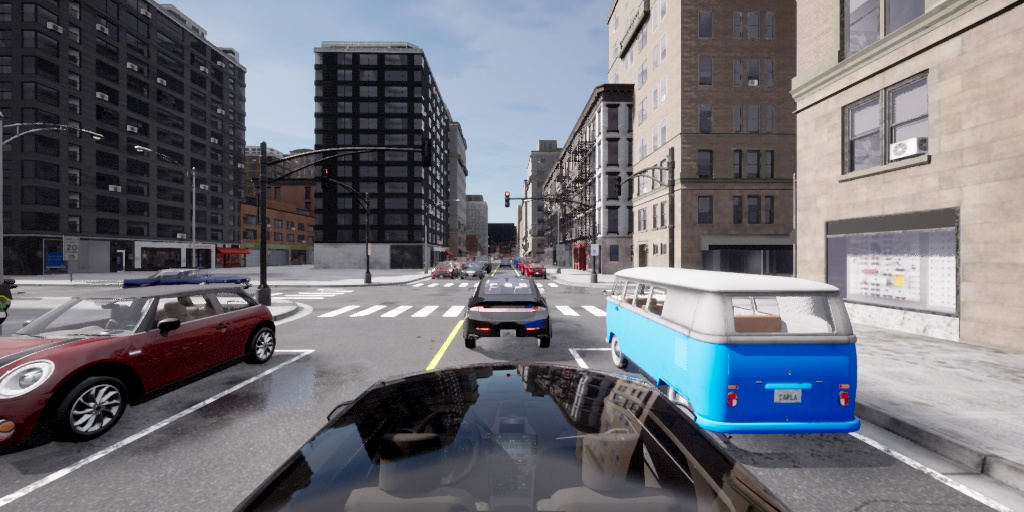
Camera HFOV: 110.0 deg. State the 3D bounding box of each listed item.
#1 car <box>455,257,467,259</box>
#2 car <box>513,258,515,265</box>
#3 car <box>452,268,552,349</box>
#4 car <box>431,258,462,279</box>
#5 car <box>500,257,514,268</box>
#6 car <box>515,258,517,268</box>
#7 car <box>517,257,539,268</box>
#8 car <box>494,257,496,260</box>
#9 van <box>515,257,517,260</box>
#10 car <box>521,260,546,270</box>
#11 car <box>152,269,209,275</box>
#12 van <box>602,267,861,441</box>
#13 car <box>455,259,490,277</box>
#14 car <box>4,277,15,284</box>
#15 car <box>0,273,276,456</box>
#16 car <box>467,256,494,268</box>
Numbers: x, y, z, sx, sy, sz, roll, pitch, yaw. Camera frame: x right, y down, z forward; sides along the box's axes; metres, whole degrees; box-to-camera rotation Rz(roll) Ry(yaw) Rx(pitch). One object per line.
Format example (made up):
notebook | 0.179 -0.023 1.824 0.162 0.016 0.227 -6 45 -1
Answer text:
car | -6.151 1.065 42.794 2.192 1.841 5.009 0 0 -1
car | 1.566 1.312 59.172 1.948 1.339 4.313 0 0 -1
car | -0.126 1.242 9.188 2.128 1.511 4.902 0 0 -1
car | -5.947 1.190 31.977 1.967 1.591 4.097 0 0 -1
car | -1.131 1.309 62.289 1.994 1.385 4.181 0 0 -1
car | 1.770 1.294 48.355 1.888 1.381 4.507 0 0 -1
car | 1.975 1.065 37.537 2.192 1.841 5.009 0 0 -1
car | -3.782 1.296 52.190 2.033 1.411 5.357 0 0 -1
van | 1.668 1.089 53.764 1.690 1.789 3.998 0 0 -1
car | 2.077 1.295 32.129 1.888 1.381 4.507 0 0 -1
car | -15.305 1.278 17.144 4.718 1.301 1.895 0 0 -1
van | 2.584 1.091 5.253 1.690 1.789 3.998 0 0 -1
car | -3.395 1.242 31.626 2.128 1.511 4.902 0 0 -1
car | -27.109 1.158 16.920 5.357 1.411 2.033 0 0 -1
car | -5.439 1.190 5.102 1.967 1.591 4.097 0 0 -1
car | -3.586 0.972 41.788 2.150 2.045 5.566 0 0 0
